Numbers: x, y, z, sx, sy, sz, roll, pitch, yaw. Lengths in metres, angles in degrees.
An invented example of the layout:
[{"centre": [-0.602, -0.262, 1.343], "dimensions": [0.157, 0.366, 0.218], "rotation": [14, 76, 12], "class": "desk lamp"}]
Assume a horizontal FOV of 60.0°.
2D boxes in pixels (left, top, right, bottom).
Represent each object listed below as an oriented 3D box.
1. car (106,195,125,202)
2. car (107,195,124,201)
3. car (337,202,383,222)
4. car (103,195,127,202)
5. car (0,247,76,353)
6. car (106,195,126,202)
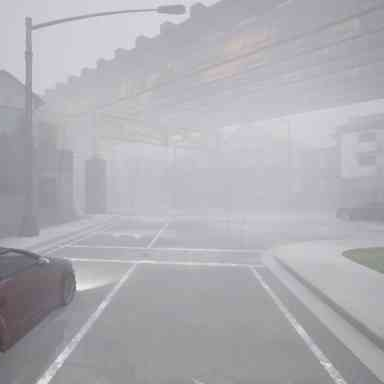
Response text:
[{"centre": [-17.496, 1.453, 76.133], "dimensions": [2.038, 1.542, 4.974], "rotation": [0, 0, 15], "class": "car"}, {"centre": [-17.482, 1.295, 76.183], "dimensions": [1.853, 1.218, 4.536], "rotation": [0, 0, 15], "class": "car"}, {"centre": [13.380, 1.478, 24.630], "dimensions": [1.882, 1.535, 5.008], "rotation": [0, 0, -45], "class": "car"}, {"centre": [-16.819, 1.453, 72.464], "dimensions": [4.974, 1.542, 2.038], "rotation": [0, 0, -15], "class": "car"}, {"centre": [-3.398, 1.563, 5.312], "dimensions": [1.994, 1.385, 4.181], "rotation": [0, 0, -1], "class": "car"}, {"centre": [-16.769, 1.295, 72.477], "dimensions": [4.536, 1.218, 1.853], "rotation": [0, 0, -15], "class": "car"}]
